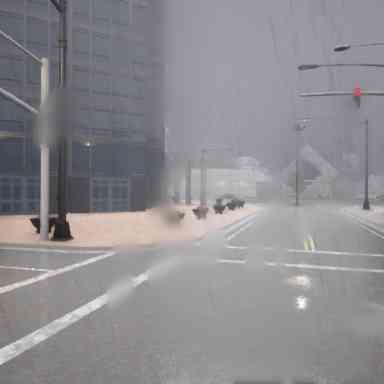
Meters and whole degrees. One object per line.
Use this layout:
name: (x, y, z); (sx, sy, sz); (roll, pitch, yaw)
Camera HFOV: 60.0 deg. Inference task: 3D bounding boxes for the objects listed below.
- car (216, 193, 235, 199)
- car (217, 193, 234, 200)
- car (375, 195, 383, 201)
car: (9.411, 1.150, 94.054); (5.008, 1.535, 1.882); (0, 0, -13)
car: (8.584, 1.225, 85.655); (2.128, 1.511, 4.902); (0, 0, 31)
car: (46.486, 1.270, 78.206); (2.097, 1.767, 4.553); (0, 0, -34)
